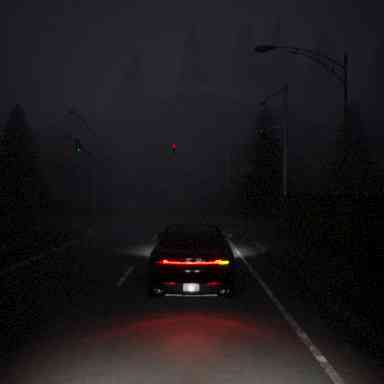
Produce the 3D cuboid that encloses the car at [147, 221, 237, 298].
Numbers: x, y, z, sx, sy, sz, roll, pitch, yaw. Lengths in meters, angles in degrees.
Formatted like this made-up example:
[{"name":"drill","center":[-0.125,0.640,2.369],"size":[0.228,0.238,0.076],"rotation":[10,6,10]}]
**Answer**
[{"name":"car","center":[0.025,1.500,8.514],"size":[1.837,1.490,4.892],"rotation":[0,0,1]}]
